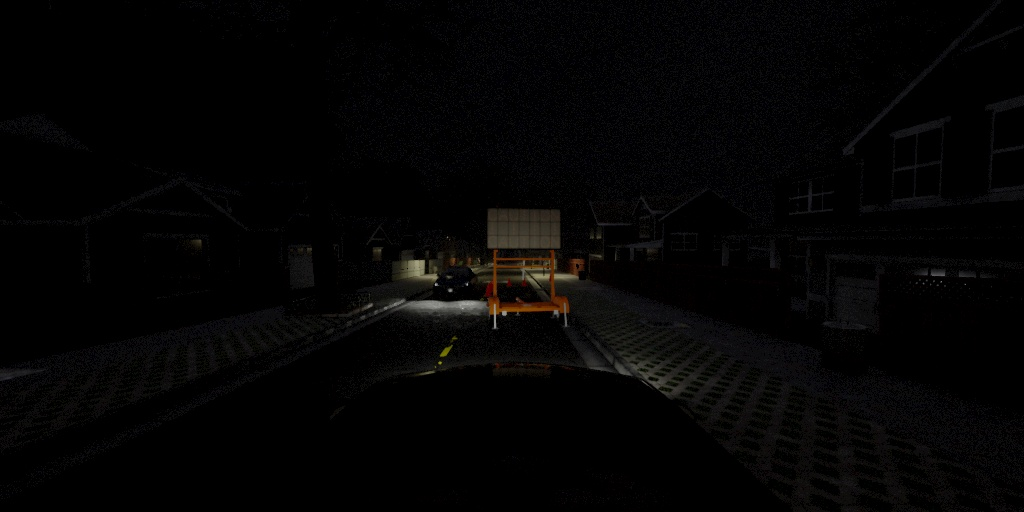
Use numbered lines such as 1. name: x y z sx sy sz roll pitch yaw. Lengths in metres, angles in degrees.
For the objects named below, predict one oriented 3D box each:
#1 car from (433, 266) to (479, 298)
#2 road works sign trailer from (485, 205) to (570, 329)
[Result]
1. car: -2.763 1.269 18.389 1.812 1.442 4.674 0 0 0
2. road works sign trailer: 0.353 0.209 11.324 2.380 3.560 2.880 0 0 -7
